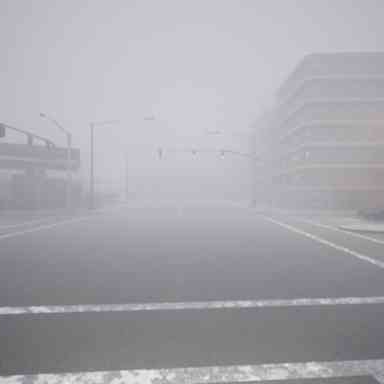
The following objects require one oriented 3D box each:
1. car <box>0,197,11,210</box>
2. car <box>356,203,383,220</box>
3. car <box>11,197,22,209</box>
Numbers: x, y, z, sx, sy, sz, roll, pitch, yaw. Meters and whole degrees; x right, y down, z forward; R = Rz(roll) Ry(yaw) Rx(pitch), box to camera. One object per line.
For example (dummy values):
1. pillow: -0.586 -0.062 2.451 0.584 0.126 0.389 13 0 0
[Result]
1. car: -23.309 1.280 36.969 4.611 1.667 2.242 0 0 1
2. car: 16.368 1.537 27.042 5.357 1.411 2.033 0 0 0
3. car: -24.026 1.438 42.720 3.806 1.475 1.970 0 0 1
